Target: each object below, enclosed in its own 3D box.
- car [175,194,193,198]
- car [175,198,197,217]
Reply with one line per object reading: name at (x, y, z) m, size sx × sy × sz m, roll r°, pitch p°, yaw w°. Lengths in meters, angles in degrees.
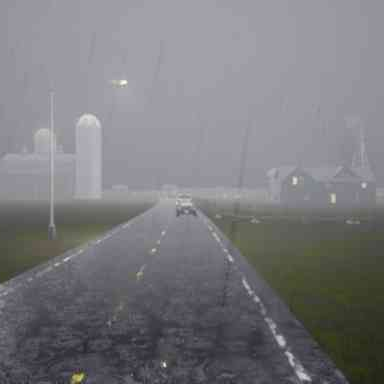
car at (-1.032, 1.265, 44.788) m, size 2.150 × 2.045 × 5.566 m, roll 0°, pitch 0°, yaw -2°
car at (-0.529, 1.547, 31.500) m, size 1.812 × 1.442 × 4.674 m, roll 0°, pitch 0°, yaw -2°
